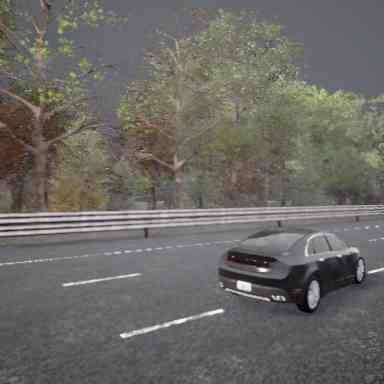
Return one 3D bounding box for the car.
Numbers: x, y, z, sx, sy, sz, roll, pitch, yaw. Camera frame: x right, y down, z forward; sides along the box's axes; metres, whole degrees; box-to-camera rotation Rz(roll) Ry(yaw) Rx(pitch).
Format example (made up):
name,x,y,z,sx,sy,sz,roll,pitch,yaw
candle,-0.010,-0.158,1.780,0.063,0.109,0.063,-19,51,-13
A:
name,x,y,z,sx,sy,sz,roll,pitch,yaw
car,2.626,1.623,7.975,1.837,1.490,4.892,0,-3,43
